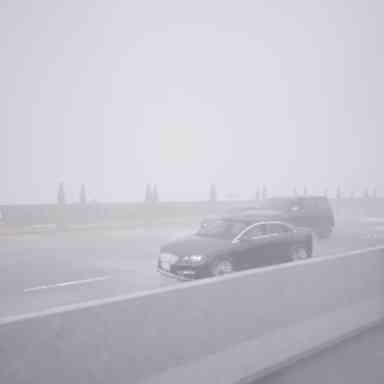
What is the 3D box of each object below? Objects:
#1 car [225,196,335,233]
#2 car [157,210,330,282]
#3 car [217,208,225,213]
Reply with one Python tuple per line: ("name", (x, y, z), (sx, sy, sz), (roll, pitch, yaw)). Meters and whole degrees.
("car", (4.521, 1.203, 15.811), (5.566, 2.045, 2.150), (0, 0, -35))
("car", (1.375, 1.483, 9.270), (4.902, 1.511, 2.128), (0, 0, -35))
("car", (2.660, 1.488, 18.782), (4.892, 1.490, 1.837), (0, 0, -35))
